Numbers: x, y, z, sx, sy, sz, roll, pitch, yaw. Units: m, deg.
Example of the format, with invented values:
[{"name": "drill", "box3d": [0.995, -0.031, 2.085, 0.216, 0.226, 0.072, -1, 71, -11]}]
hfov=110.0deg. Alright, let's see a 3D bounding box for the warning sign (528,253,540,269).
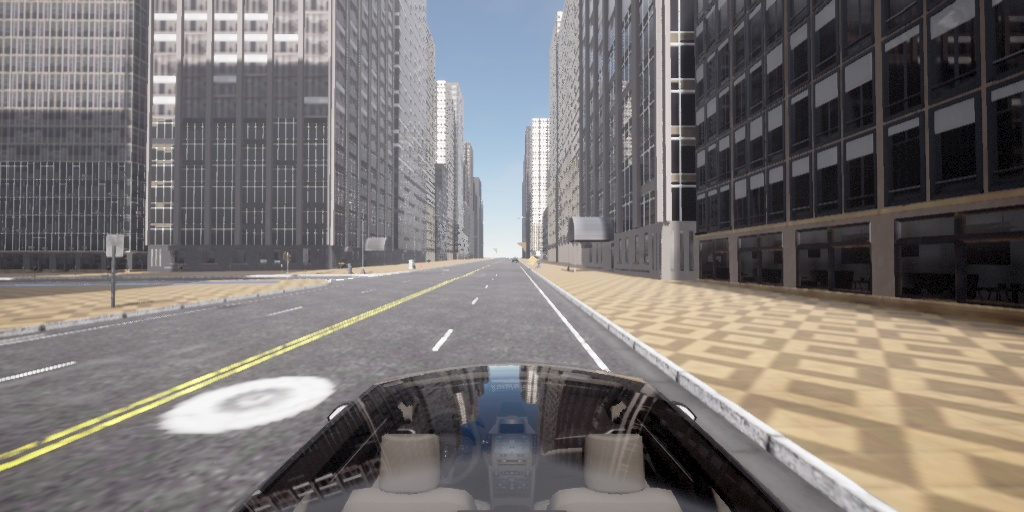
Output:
[{"name": "warning sign", "box3d": [2.849, 0.868, 49.449, 1.300, 1.860, 1.060, 0, 0, 0]}]
